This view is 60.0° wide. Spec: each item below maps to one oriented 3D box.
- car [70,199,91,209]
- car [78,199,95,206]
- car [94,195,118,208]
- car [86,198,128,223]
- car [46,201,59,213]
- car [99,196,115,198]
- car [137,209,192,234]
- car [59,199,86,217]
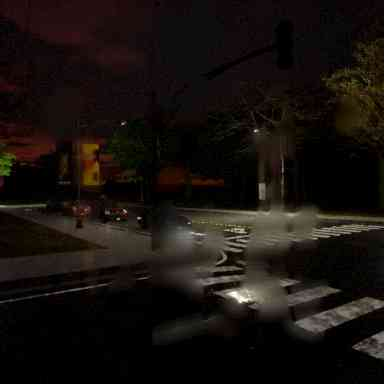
[{"bbox_3d":[-19.674,2.079,58.683,2.033,1.411,5.357,-1,0,-35],"label":"car"},{"bbox_3d":[-21.172,2.100,66.661,1.994,1.385,4.181,-1,0,-35],"label":"car"},{"bbox_3d":[-15.054,1.653,57.916,2.150,2.045,5.566,-1,0,-35],"label":"car"},{"bbox_3d":[-7.500,1.717,29.798,2.097,1.767,4.553,-1,0,-35],"label":"car"},{"bbox_3d":[-18.867,2.035,46.121,1.882,1.535,5.008,-1,0,-35],"label":"car"},{"bbox_3d":[-13.811,1.782,50.373,2.097,1.767,4.553,-1,0,-35],"label":"car"},{"bbox_3d":[-2.002,1.819,22.046,2.033,1.411,5.357,-1,0,-29],"label":"car"},{"bbox_3d":[-13.110,1.812,37.817,2.097,1.767,4.553,-1,0,-35],"label":"car"}]
